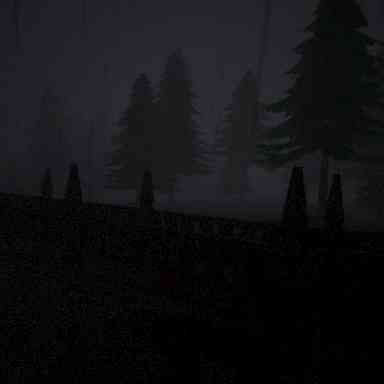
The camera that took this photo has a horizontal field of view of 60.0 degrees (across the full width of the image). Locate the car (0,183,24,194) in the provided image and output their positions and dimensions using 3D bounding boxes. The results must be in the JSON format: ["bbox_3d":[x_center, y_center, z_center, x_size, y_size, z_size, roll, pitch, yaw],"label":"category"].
[{"bbox_3d":[-20.895,-0.219,36.180,2.128,1.511,4.902,4,2,37],"label":"car"}]

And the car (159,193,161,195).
[{"bbox_3d":[-3.120,0.126,53.811,1.895,1.301,4.718,4,2,37],"label":"car"}]
